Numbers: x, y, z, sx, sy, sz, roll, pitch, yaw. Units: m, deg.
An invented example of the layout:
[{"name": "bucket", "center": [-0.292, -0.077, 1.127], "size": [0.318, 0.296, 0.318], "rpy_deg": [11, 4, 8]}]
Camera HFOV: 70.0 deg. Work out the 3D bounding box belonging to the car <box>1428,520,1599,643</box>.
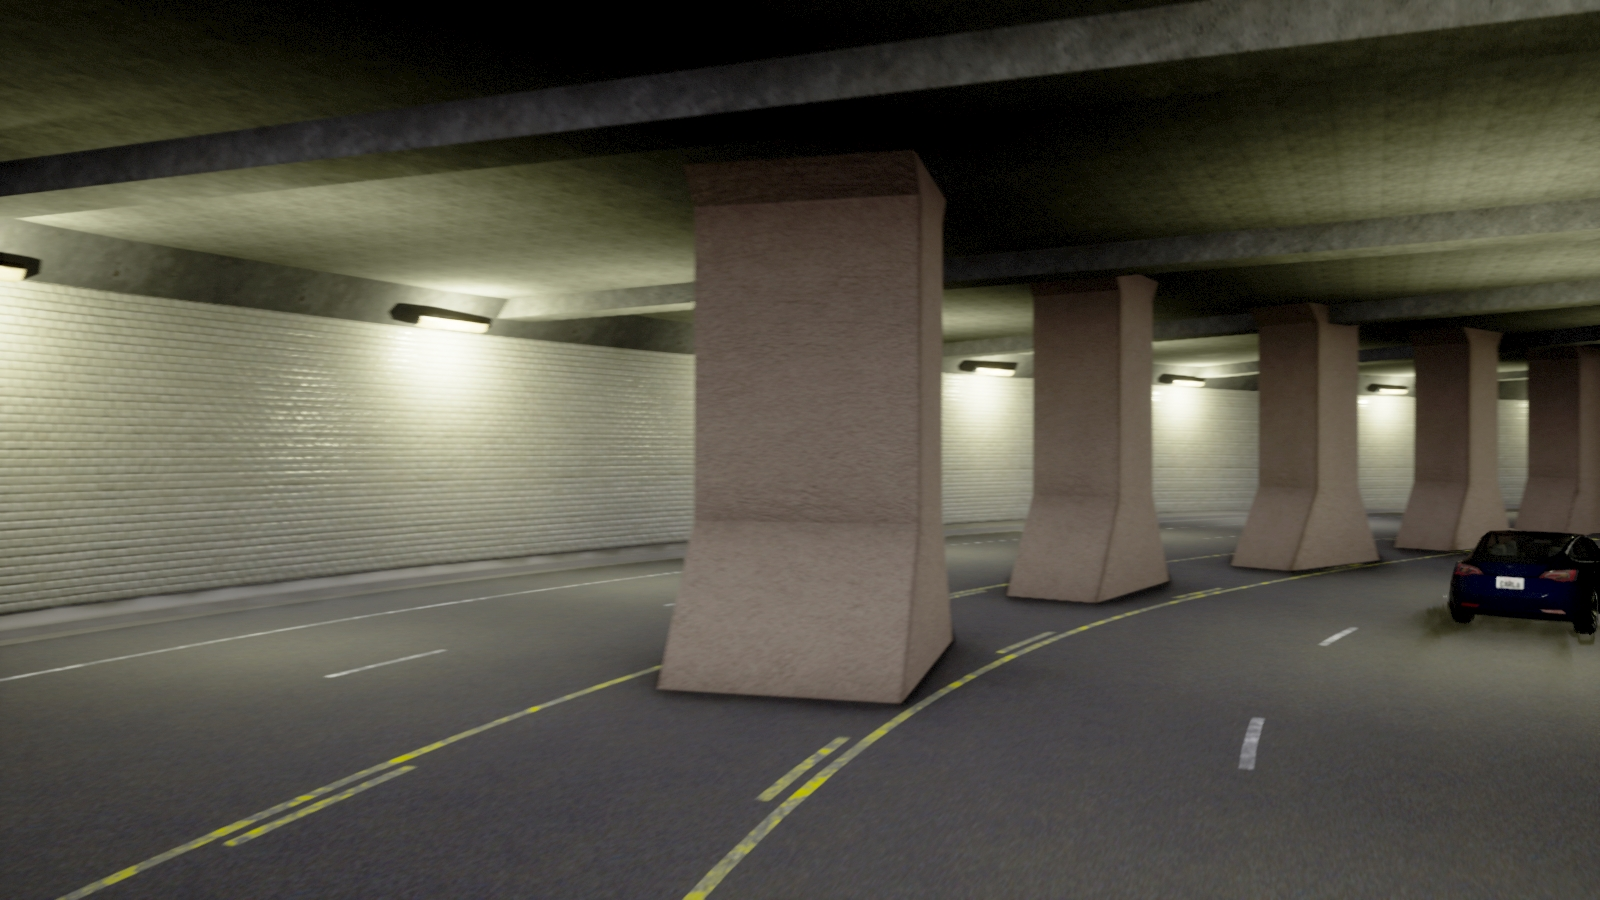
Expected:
[{"name": "car", "center": [12.387, 2.081, 19.194], "size": [2.163, 1.488, 4.792], "rpy_deg": [0, 0, 42]}]
